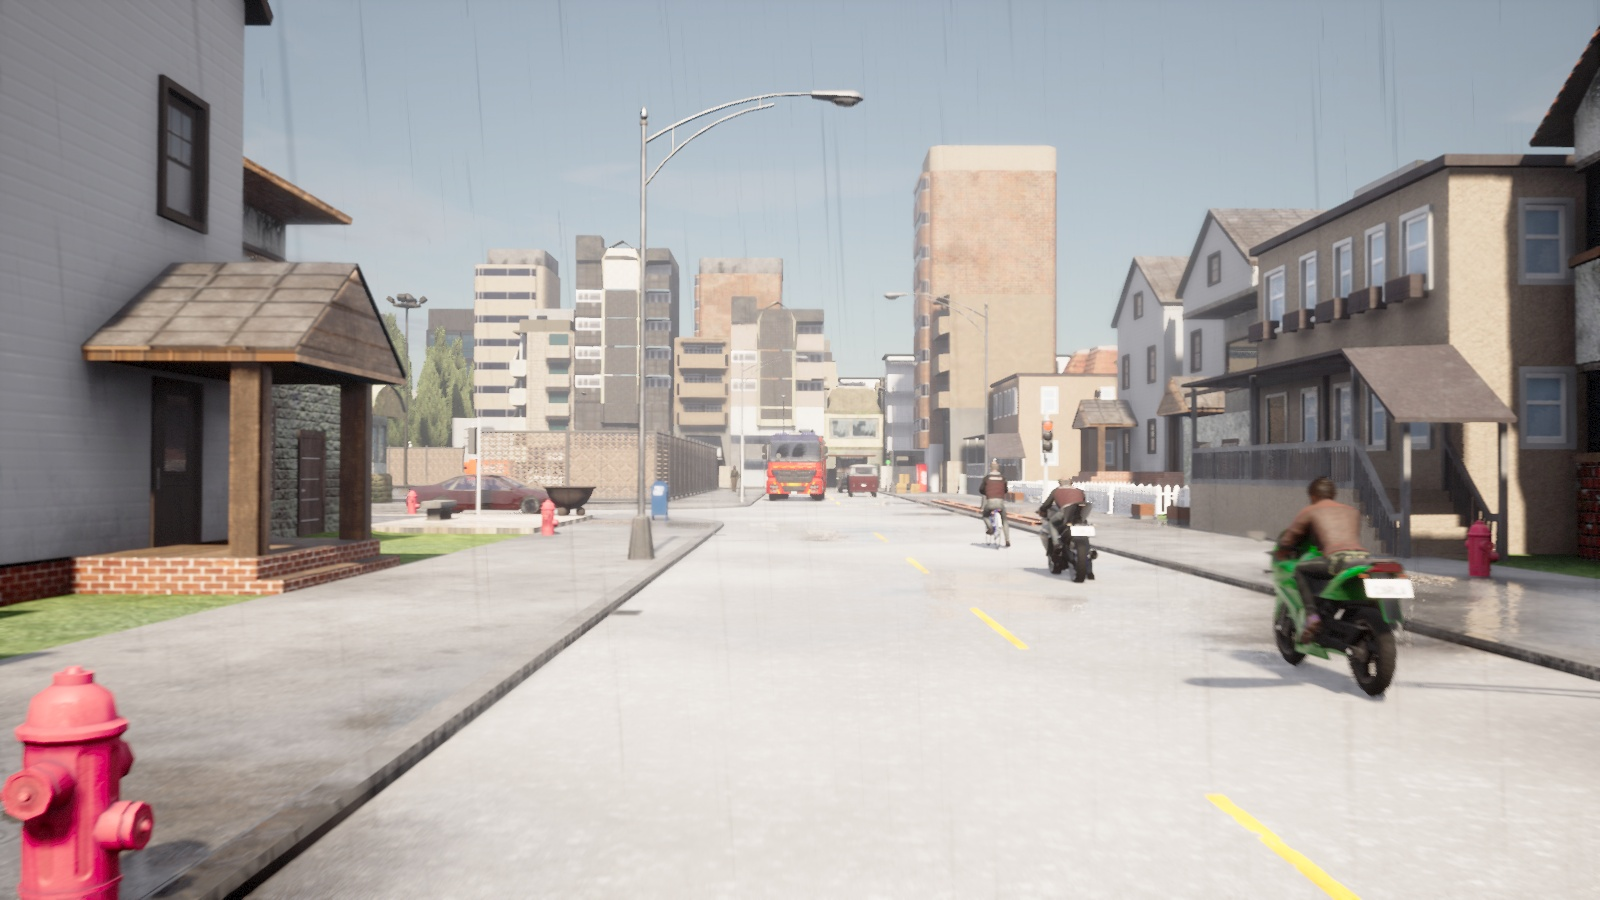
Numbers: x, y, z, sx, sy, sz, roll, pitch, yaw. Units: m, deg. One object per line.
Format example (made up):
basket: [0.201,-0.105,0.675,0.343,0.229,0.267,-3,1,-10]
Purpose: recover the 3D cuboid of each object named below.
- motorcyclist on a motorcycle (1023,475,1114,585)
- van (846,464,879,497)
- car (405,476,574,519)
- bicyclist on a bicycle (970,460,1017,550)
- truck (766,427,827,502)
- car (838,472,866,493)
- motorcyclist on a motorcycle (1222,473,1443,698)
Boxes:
motorcyclist on a motorcycle: [3.951,1.146,18.671,0.866,1.530,2.191,0,-1,0]
van: [3.803,1.845,77.154,1.775,1.987,4.442,0,-1,0]
car: [-10.666,1.632,43.420,5.357,1.411,2.033,0,-1,0]
bicyclist on a bicycle: [3.947,1.101,25.761,0.659,1.776,1.843,0,-1,-1]
truck: [-0.102,0.793,68.274,2.891,3.827,8.468,0,-1,3]
car: [3.764,2.346,92.104,1.837,1.490,4.892,0,-1,0]
motorcyclist on a motorcycle: [3.974,0.941,9.581,0.797,1.523,2.044,0,-1,0]
